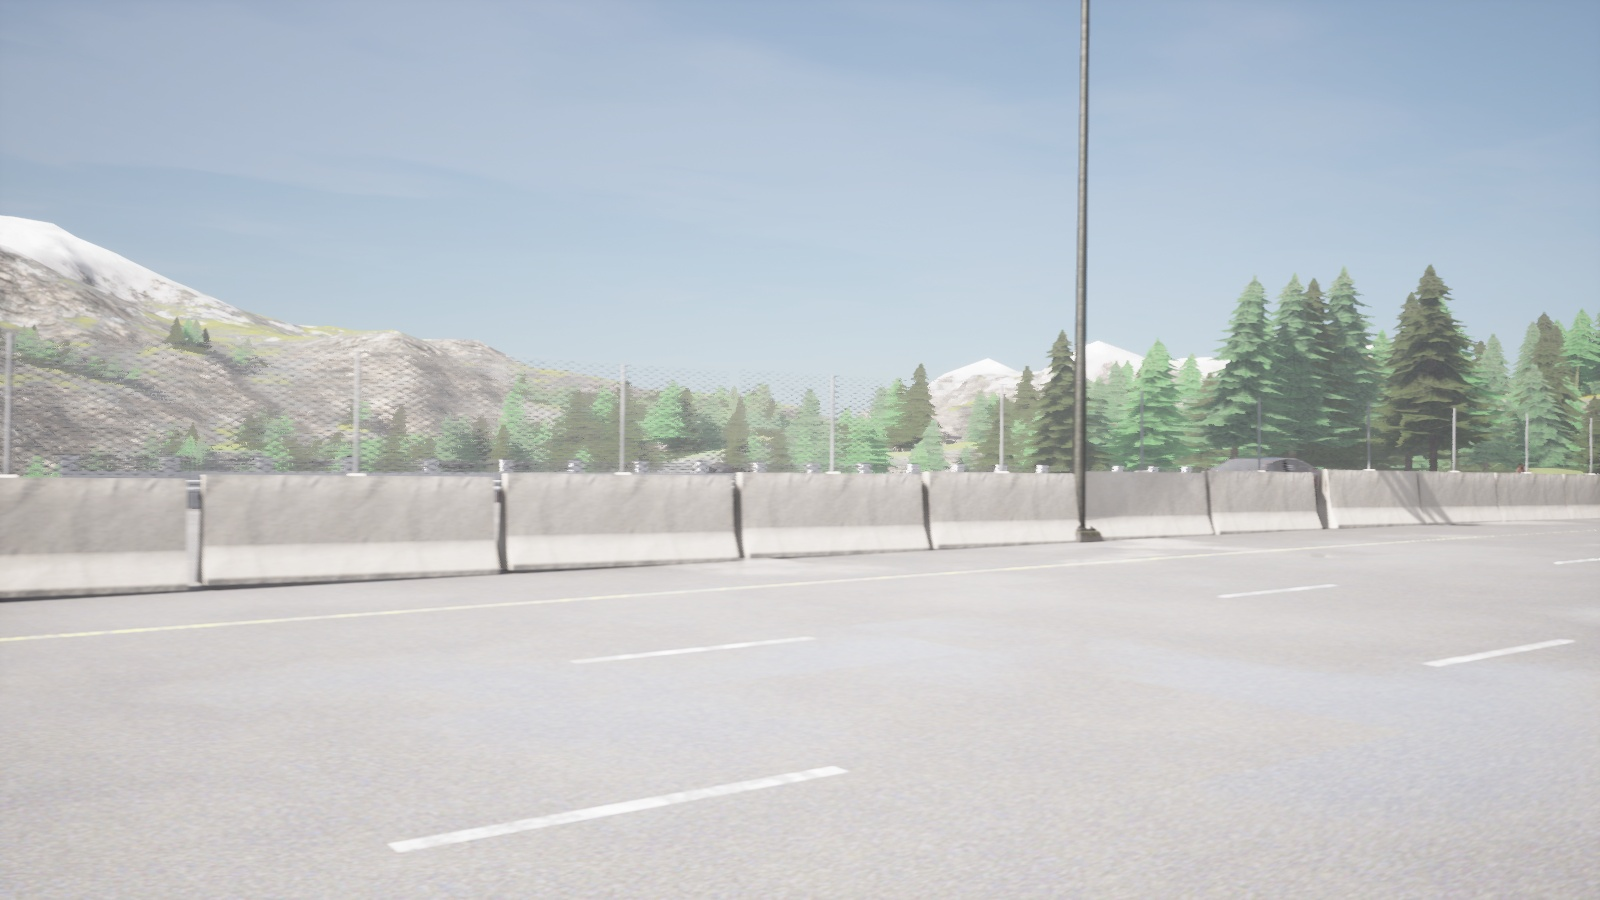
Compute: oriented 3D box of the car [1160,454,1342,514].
[{"bbox_3d":[11.999,0.860,33.331,4.792,1.488,2.163,0,0,-35],"label":"car"}]
